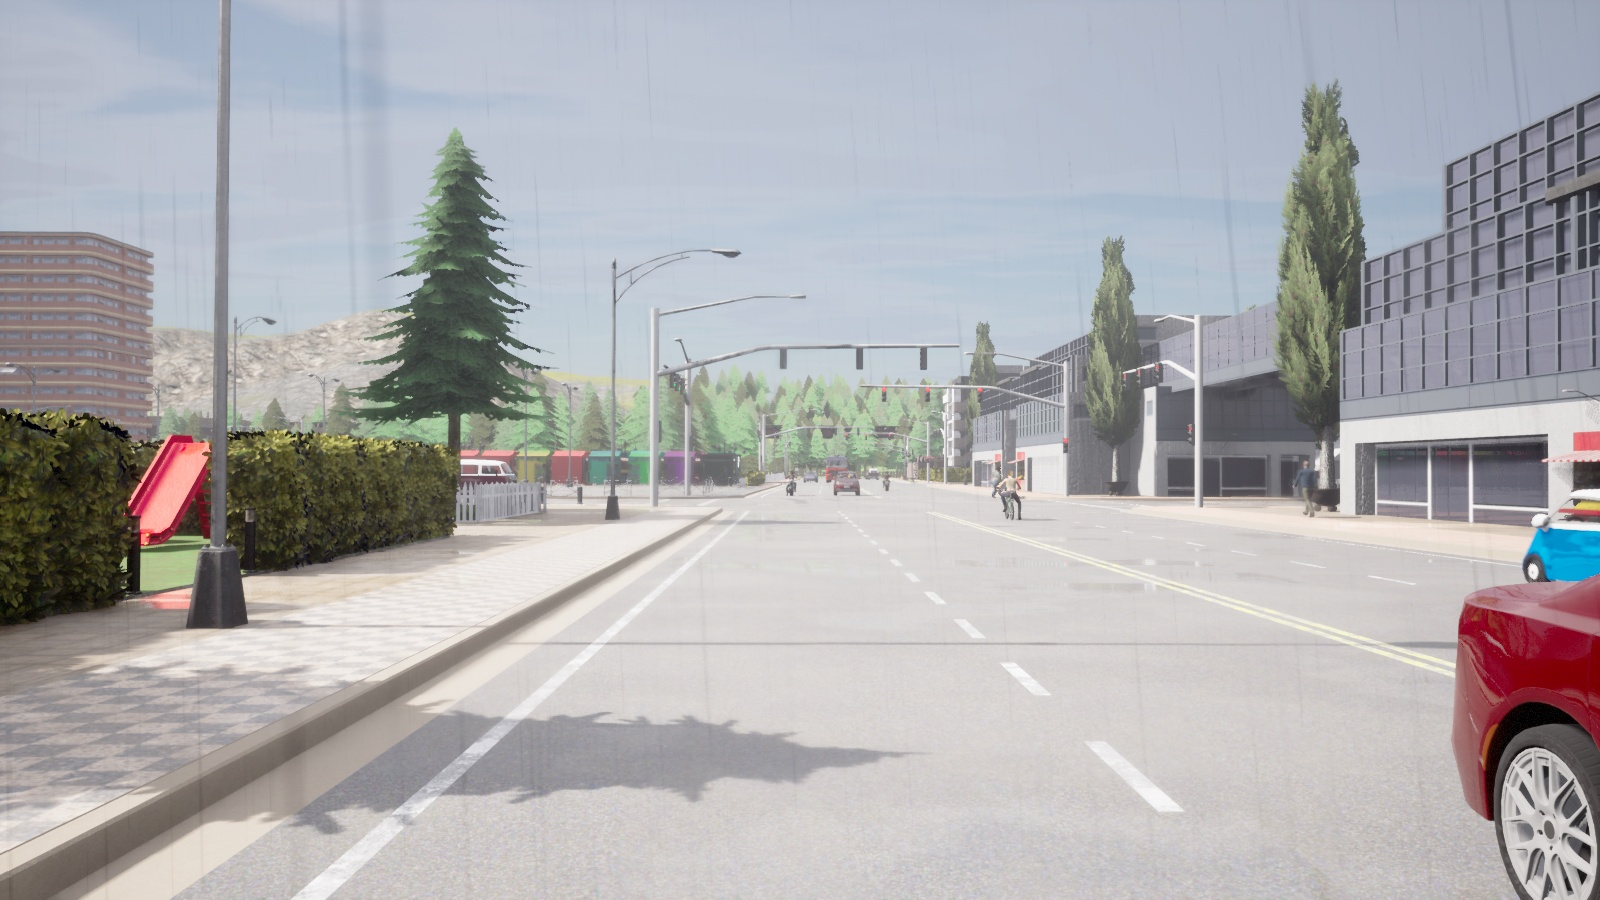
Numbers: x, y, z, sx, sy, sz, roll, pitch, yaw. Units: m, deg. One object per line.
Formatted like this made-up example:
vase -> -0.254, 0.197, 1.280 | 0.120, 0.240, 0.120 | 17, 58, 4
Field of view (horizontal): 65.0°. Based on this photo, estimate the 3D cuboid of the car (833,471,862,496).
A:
car -> 3.028, 2.141, 81.198 | 1.789, 1.549, 3.705 | 0, -1, 1

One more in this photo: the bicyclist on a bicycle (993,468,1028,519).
bicyclist on a bicycle -> 6.817, 1.407, 40.777 | 0.866, 1.612, 1.509 | 0, -1, 0

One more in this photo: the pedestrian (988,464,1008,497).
pedestrian -> 11.376, 1.757, 72.204 | 0.900, 1.855, 0.874 | 0, -1, -12

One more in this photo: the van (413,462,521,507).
van -> -15.426, 1.577, 58.372 | 4.480, 2.038, 2.069 | 0, -1, 0

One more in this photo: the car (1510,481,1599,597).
car -> 10.429, 1.096, 16.025 | 1.481, 1.376, 2.207 | 0, -1, 0

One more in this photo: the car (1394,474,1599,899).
car -> 3.484, 0.826, 2.846 | 1.882, 1.535, 5.008 | 0, -1, 0

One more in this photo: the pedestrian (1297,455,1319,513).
pedestrian -> 16.100, 1.075, 39.791 | 0.402, 1.842, 0.726 | 0, -1, 3
